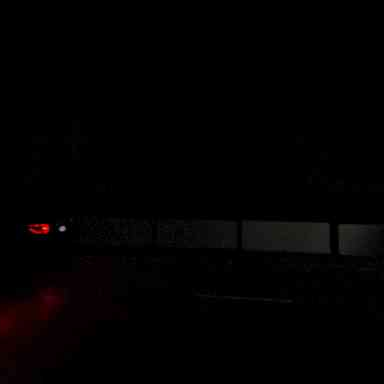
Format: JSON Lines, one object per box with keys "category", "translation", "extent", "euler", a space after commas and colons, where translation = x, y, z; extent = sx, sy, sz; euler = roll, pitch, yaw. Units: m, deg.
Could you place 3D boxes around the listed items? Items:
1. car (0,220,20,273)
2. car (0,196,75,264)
{"category": "car", "translation": [-6.397, 1.404, 6.594], "extent": [4.902, 1.511, 2.128], "euler": [1, 0, 9]}
{"category": "car", "translation": [-6.418, 1.132, 10.141], "extent": [5.566, 2.045, 2.150], "euler": [1, 0, 9]}
